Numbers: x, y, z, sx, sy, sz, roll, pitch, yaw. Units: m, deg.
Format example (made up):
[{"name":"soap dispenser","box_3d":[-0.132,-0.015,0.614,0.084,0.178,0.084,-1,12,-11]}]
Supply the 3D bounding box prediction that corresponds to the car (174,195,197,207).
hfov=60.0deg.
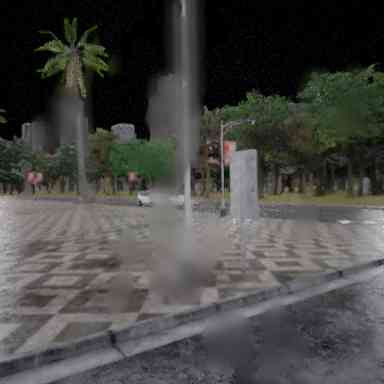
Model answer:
[{"name":"car","box_3d":[-1.317,1.133,43.479,1.812,1.442,4.674,-1,1,-36]}]

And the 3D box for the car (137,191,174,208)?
[{"name":"car","box_3d":[-5.130,0.891,43.177,2.150,2.045,5.566,-1,1,-37]}]
